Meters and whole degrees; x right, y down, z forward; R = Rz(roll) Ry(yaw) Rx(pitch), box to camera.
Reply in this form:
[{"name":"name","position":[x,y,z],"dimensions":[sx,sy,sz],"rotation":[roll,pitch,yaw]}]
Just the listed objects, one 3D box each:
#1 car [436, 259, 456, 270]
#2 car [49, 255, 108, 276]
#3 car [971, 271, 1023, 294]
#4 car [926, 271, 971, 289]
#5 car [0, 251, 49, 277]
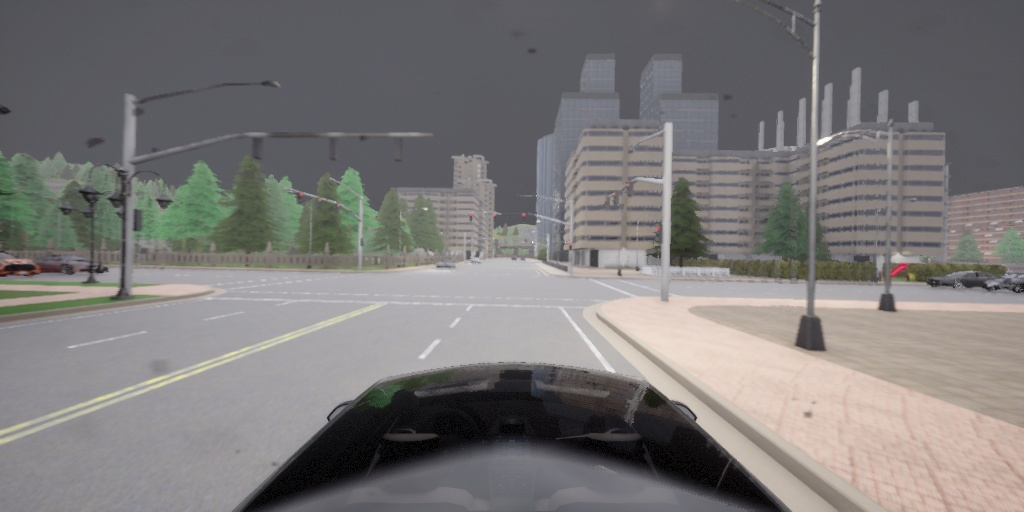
[{"name":"car","position":[-8.922,1.127,48.442],"dimensions":[1.895,1.301,4.718],"rotation":[1,0,2]},{"name":"car","position":[-31.339,0.623,25.292],"dimensions":[4.181,1.385,1.994],"rotation":[1,0,2]},{"name":"car","position":[38.657,2.042,27.028],"dimensions":[4.902,1.511,2.128],"rotation":[1,0,2]},{"name":"car","position":[38.465,2.048,30.536],"dimensions":[4.892,1.490,1.837],"rotation":[1,0,2]},{"name":"car","position":[-31.891,0.404,21.808],"dimensions":[4.553,1.767,2.097],"rotation":[1,0,2]}]
